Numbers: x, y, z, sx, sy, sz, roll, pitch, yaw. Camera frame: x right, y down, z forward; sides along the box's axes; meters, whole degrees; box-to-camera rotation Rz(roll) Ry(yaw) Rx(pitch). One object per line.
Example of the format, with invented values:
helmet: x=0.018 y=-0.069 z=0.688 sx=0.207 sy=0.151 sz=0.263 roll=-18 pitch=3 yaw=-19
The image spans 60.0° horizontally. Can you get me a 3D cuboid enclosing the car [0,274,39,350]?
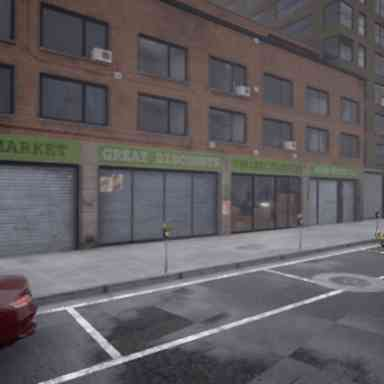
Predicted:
car: x=-4.084 y=1.586 z=3.841 sx=4.206 sy=1.307 sz=1.802 roll=0 pitch=1 yaw=-36

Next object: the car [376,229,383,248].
car: x=9.186 y=1.478 z=13.323 sx=4.829 sy=1.417 sz=1.752 roll=0 pitch=1 yaw=-36
